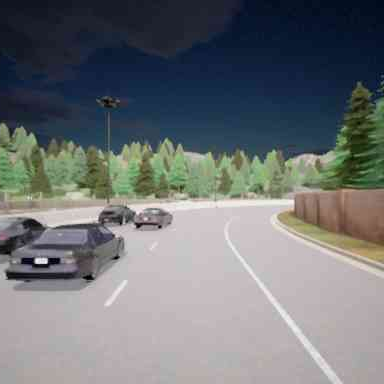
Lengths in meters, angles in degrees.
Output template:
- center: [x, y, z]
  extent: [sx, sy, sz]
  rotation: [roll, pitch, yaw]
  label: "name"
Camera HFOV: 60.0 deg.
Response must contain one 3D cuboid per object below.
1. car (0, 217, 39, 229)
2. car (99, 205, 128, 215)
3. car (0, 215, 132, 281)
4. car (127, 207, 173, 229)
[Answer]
- center: [-6.885, 1.686, 12.996]
  extent: [1.812, 1.442, 4.674]
  rotation: [0, 0, 1]
  label: "car"
- center: [-5.837, 1.836, 26.797]
  extent: [1.837, 1.490, 4.892]
  rotation: [0, 0, 9]
  label: "car"
- center: [-3.458, 1.674, 10.204]
  extent: [2.033, 1.411, 5.357]
  rotation: [0, -1, 1]
  label: "car"
- center: [-2.710, 1.847, 24.312]
  extent: [2.033, 1.411, 5.357]
  rotation: [0, -1, 8]
  label: "car"
